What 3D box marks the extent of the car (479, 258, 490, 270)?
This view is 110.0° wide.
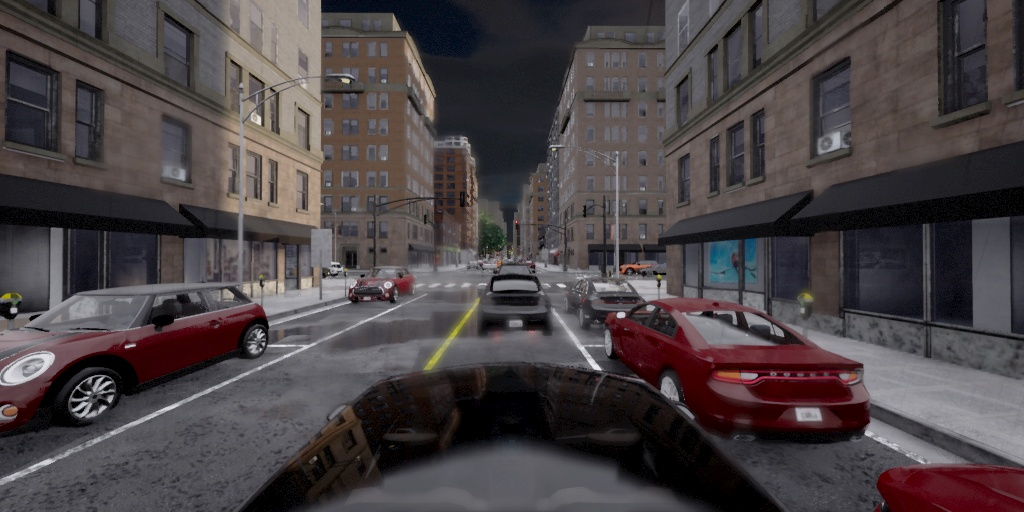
[{"bbox_3d":[-3.116,1.388,50.826,1.895,1.301,4.718,0,0,0],"label":"car"}]

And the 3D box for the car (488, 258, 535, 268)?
[{"bbox_3d":[0.123,1.107,17.788,2.097,1.767,4.553,0,0,0],"label":"car"}]

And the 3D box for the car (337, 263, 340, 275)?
[{"bbox_3d":[-18.361,0.893,32.475,5.566,2.045,2.150,0,0,-1],"label":"car"}]

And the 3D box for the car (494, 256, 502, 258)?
[{"bbox_3d":[-3.162,1.158,60.798,2.097,1.767,4.553,0,0,0],"label":"car"}]

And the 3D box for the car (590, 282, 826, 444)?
[{"bbox_3d":[2.676,1.296,5.457,1.888,1.381,4.507,0,0,0],"label":"car"}]

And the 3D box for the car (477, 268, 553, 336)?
[{"bbox_3d":[0.058,1.257,10.374,1.837,1.490,4.892,0,0,-1],"label":"car"}]

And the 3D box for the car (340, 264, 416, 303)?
[{"bbox_3d":[-5.832,1.194,16.451,1.967,1.591,4.097,0,0,0],"label":"car"}]

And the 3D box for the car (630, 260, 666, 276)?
[{"bbox_3d":[15.195,1.394,36.062,5.357,1.411,2.033,0,0,0],"label":"car"}]

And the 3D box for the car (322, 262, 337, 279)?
[{"bbox_3d":[-17.467,1.127,29.232,5.008,1.535,1.882,0,0,-1],"label":"car"}]

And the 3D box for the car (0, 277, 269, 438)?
[{"bbox_3d":[-5.851,1.190,5.464,1.967,1.591,4.097,0,0,0],"label":"car"}]

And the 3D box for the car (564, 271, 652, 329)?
[{"bbox_3d":[2.685,1.303,10.949,2.007,1.370,4.403,0,0,0],"label":"car"}]

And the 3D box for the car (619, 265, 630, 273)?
[{"bbox_3d":[14.030,1.220,39.324,4.553,1.767,2.097,0,0,0],"label":"car"}]

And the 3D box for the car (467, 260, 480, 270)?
[{"bbox_3d":[-5.901,1.344,54.812,2.007,1.370,4.403,0,0,0],"label":"car"}]
